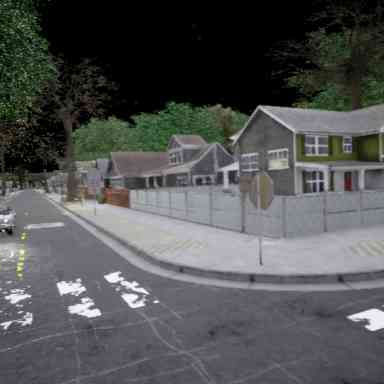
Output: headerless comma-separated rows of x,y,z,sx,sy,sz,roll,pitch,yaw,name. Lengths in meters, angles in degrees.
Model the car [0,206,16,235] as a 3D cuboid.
-9.959,1.390,16.669,1.895,1.301,4.718,-3,2,-26,car
